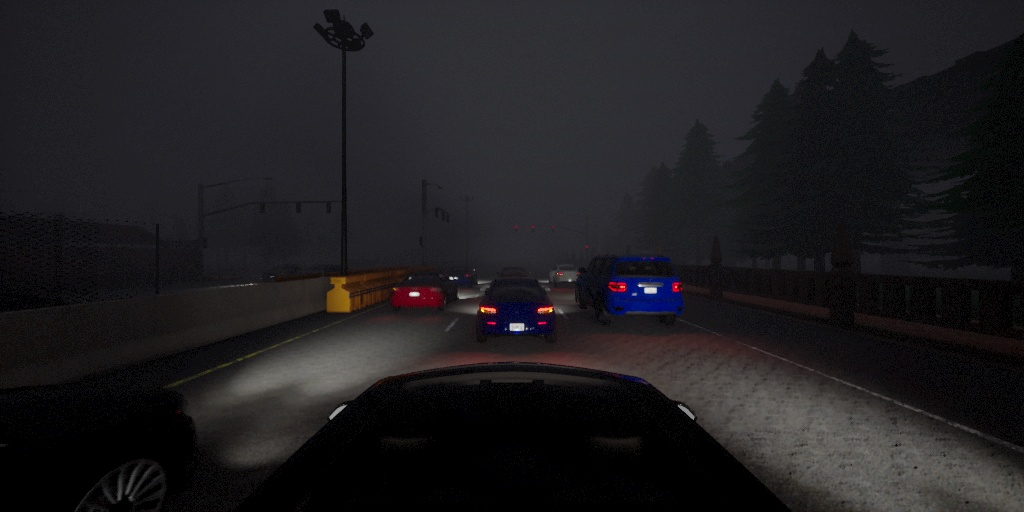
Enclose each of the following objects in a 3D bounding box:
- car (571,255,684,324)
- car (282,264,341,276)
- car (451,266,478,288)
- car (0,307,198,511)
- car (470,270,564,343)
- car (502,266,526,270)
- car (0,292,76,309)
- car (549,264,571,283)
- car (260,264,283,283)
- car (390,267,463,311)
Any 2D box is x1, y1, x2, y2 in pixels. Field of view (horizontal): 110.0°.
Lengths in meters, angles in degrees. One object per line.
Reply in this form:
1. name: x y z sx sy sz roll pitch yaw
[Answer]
1. car: 3.600 0.973 11.996 2.150 2.045 5.566 0 0 0
2. car: -14.020 1.298 26.447 2.033 1.411 5.357 0 0 1
3. car: -3.401 1.314 23.705 1.994 1.385 4.181 0 0 1
4. car: -3.402 1.242 0.814 2.128 1.511 4.902 0 0 0
5. car: 0.094 1.276 9.583 1.812 1.442 4.674 0 0 0
6. car: 0.101 1.276 19.479 1.812 1.442 4.674 0 0 0
7. car: -10.597 1.314 6.338 1.994 1.385 4.181 0 0 0
8. car: 3.598 1.276 24.555 1.812 1.442 4.674 0 0 0
9. car: -17.513 1.316 27.929 1.994 1.385 4.181 0 0 -3
10. car: -3.407 1.313 14.591 1.994 1.385 4.181 0 0 1
